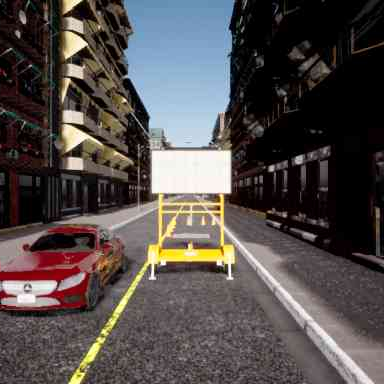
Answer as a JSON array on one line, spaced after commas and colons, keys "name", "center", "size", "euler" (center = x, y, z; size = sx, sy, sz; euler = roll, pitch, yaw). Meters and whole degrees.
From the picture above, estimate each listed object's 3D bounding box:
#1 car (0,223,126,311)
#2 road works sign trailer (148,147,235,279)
[{"name": "car", "center": [-2.767, 1.527, 7.877], "size": [1.812, 1.442, 4.674], "euler": [0, 0, 0]}, {"name": "road works sign trailer", "center": [-0.023, 0.467, 9.985], "size": [2.380, 3.560, 2.880], "euler": [0, 0, 0]}]
